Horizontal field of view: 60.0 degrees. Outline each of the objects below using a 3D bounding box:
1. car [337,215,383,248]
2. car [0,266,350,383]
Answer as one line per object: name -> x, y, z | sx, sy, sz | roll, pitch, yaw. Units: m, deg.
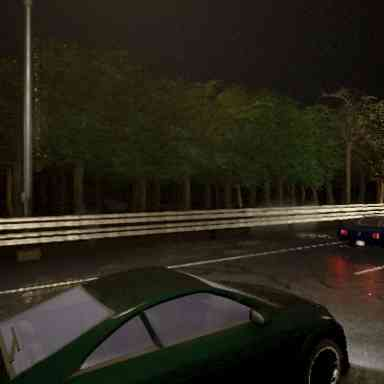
car -> 8.067, 1.592, 13.481 | 4.718, 1.301, 1.895 | 0, 0, -33
car -> -0.185, 1.558, 3.594 | 4.181, 1.385, 1.994 | 0, 0, -35
